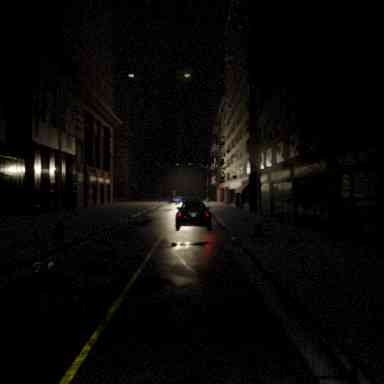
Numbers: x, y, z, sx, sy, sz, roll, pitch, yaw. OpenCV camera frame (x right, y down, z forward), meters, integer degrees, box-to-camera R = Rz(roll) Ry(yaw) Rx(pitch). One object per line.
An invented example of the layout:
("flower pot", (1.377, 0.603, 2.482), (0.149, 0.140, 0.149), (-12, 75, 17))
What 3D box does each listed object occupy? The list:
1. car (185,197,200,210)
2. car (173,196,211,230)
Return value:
("car", (0.071, 1.483, 44.232), (1.882, 1.535, 5.008), (0, 0, 0))
("car", (0.081, 1.339, 21.038), (2.097, 1.767, 4.553), (0, 0, 0))
